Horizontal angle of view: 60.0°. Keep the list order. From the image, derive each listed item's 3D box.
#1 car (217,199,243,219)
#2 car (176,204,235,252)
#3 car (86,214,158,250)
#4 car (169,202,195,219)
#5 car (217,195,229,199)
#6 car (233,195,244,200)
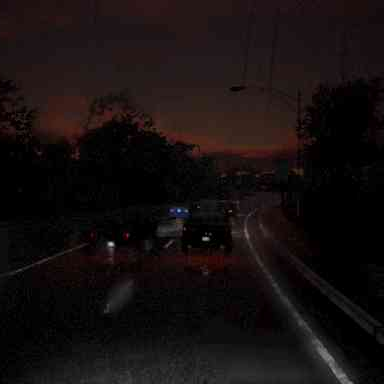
[{"bbox_3d":[2.909,1.559,28.325,2.033,1.411,5.357,0,0,12],"label":"car"},{"bbox_3d":[0.726,1.480,14.026,1.882,1.535,5.008,0,0,6],"label":"car"},{"bbox_3d":[-2.753,1.609,14.408,1.895,1.301,4.718,0,0,6],"label":"car"},{"bbox_3d":[-0.520,1.554,29.026,2.033,1.411,5.357,0,0,12],"label":"car"},{"bbox_3d":[7.271,1.389,77.272,1.994,1.385,4.181,0,0,20],"label":"car"},{"bbox_3d":[10.558,1.371,76.068,2.128,1.511,4.902,0,0,20],"label":"car"}]
